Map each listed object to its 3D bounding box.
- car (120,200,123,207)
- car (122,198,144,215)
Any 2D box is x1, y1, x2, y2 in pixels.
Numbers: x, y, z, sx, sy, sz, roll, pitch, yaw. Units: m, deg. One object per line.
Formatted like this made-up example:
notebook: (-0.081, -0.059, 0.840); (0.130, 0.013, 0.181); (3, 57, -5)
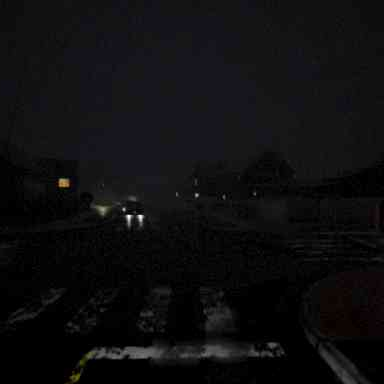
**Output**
car: (-10.892, 1.780, 55.934); (1.994, 1.385, 4.181); (0, 0, -18)
car: (-6.268, 1.678, 36.232); (2.033, 1.411, 5.357); (0, 0, -11)
